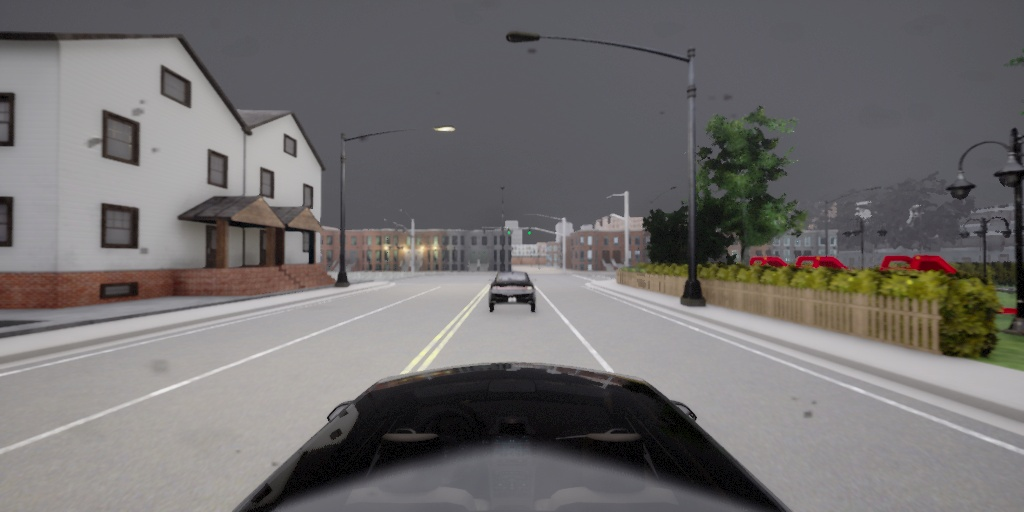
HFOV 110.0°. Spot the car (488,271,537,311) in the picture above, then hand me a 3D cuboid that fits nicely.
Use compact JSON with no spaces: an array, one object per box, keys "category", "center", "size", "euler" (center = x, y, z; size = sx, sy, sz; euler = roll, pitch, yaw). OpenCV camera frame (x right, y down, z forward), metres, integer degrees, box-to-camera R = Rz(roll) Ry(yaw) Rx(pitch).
[{"category":"car","center":[0.023,1.392,15.342],"size":[2.128,1.511,4.902],"euler":[0,0,0]}]

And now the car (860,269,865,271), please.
[{"category":"car","center":[44.188,1.798,42.405],"size":[4.718,1.301,1.895],"euler":[0,-1,0]}]
